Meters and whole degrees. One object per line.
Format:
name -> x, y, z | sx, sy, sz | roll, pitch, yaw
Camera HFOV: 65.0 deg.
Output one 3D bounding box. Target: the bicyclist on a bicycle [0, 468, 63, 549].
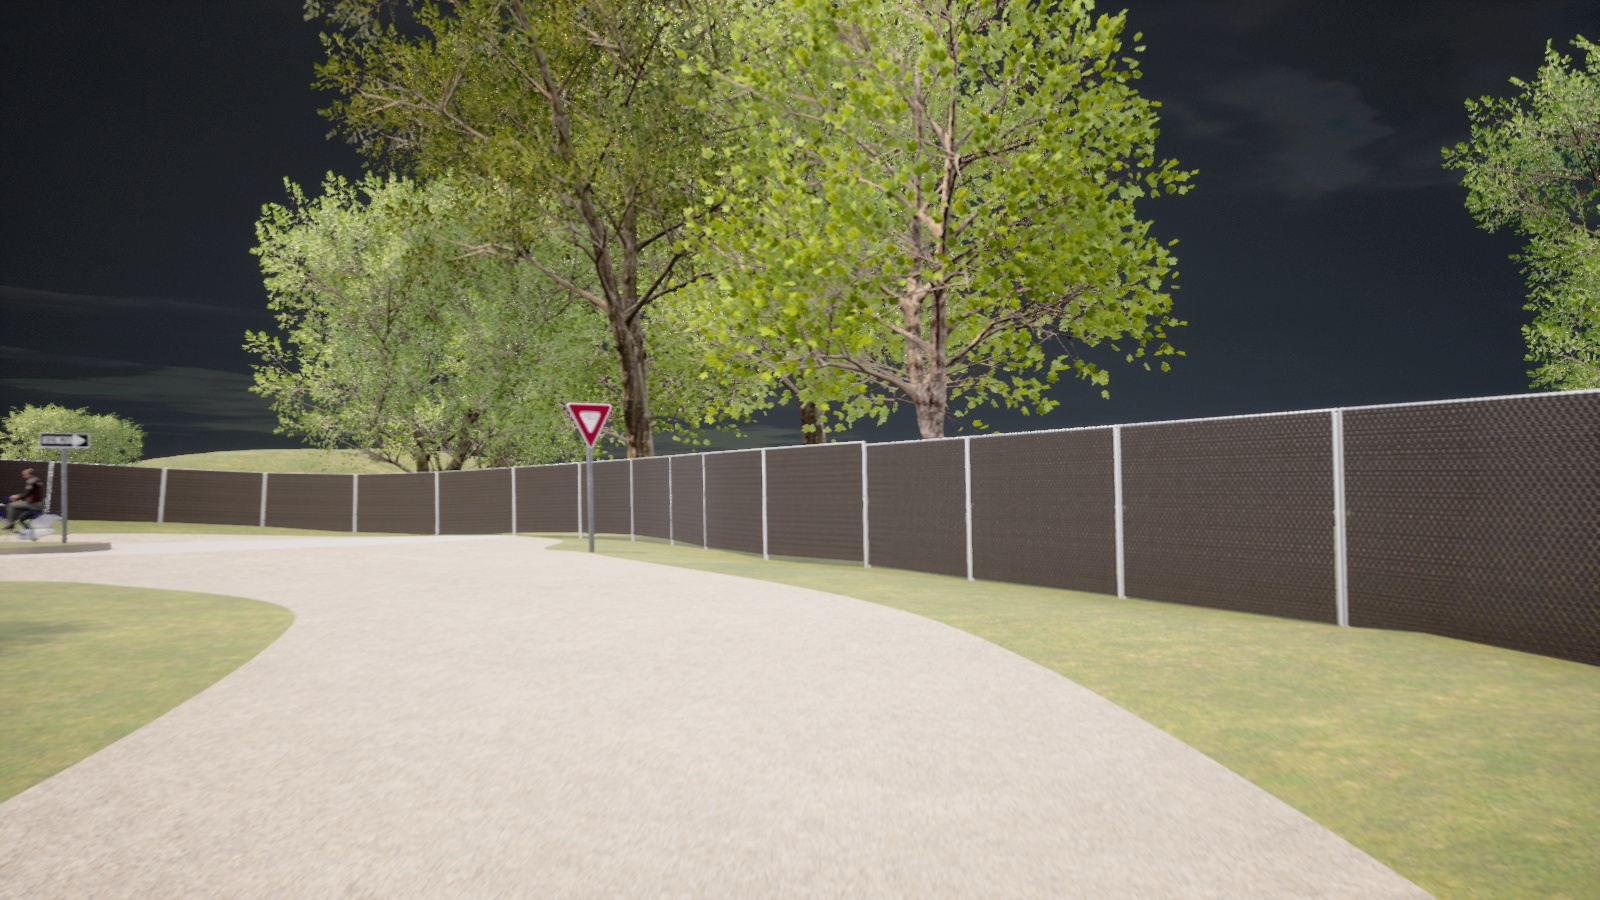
bicyclist on a bicycle -> -17.396, 1.279, 27.688 | 1.843, 1.776, 0.659 | 1, -1, -20
